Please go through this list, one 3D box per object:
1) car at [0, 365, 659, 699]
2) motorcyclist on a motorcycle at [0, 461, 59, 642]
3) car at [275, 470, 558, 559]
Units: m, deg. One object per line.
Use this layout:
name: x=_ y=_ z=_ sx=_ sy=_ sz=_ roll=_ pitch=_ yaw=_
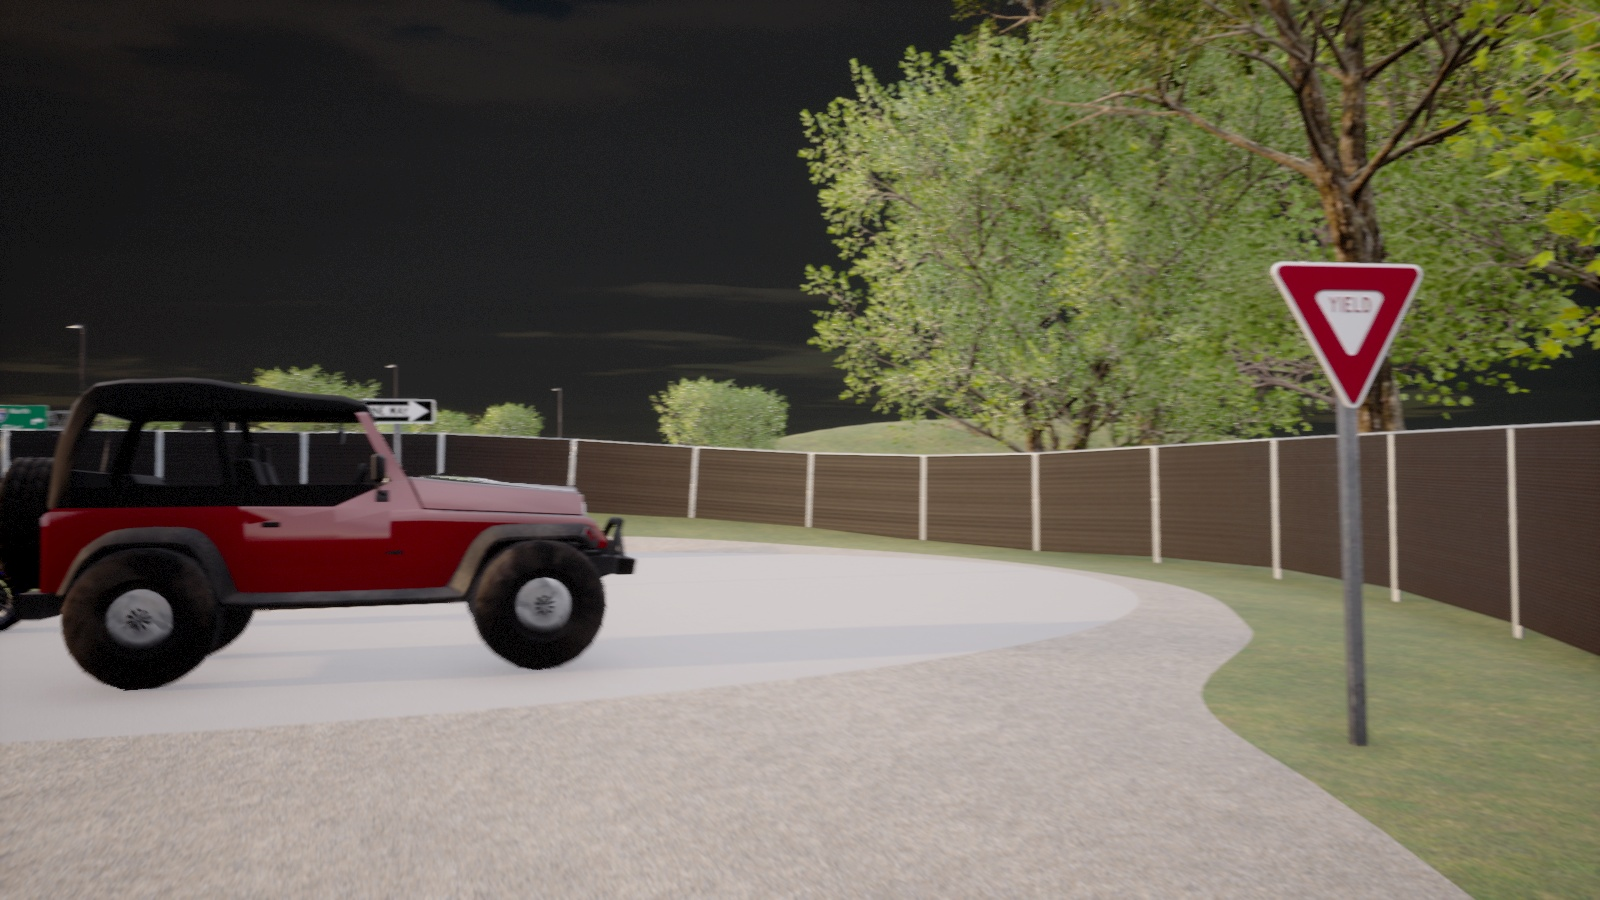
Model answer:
car: x=-3.044 y=0.497 z=8.504 sx=3.866 sy=1.878 sz=1.905 roll=0 pitch=-2 yaw=-17
motorcyclist on a motorcycle: x=-7.796 y=0.873 z=10.868 sx=2.191 sy=1.530 sz=0.866 roll=0 pitch=-3 yaw=-12
car: x=-6.883 y=1.168 z=22.900 sx=4.514 sy=1.525 sz=2.007 roll=0 pitch=-2 yaw=1
